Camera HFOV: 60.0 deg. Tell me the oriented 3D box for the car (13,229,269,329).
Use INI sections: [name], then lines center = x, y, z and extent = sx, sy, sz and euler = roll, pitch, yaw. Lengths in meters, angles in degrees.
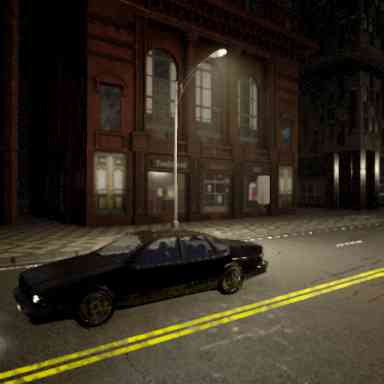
[car]
center = -0.734, 1.541, 7.133
extent = 5.357, 1.411, 2.033
euler = 0, 0, -35
